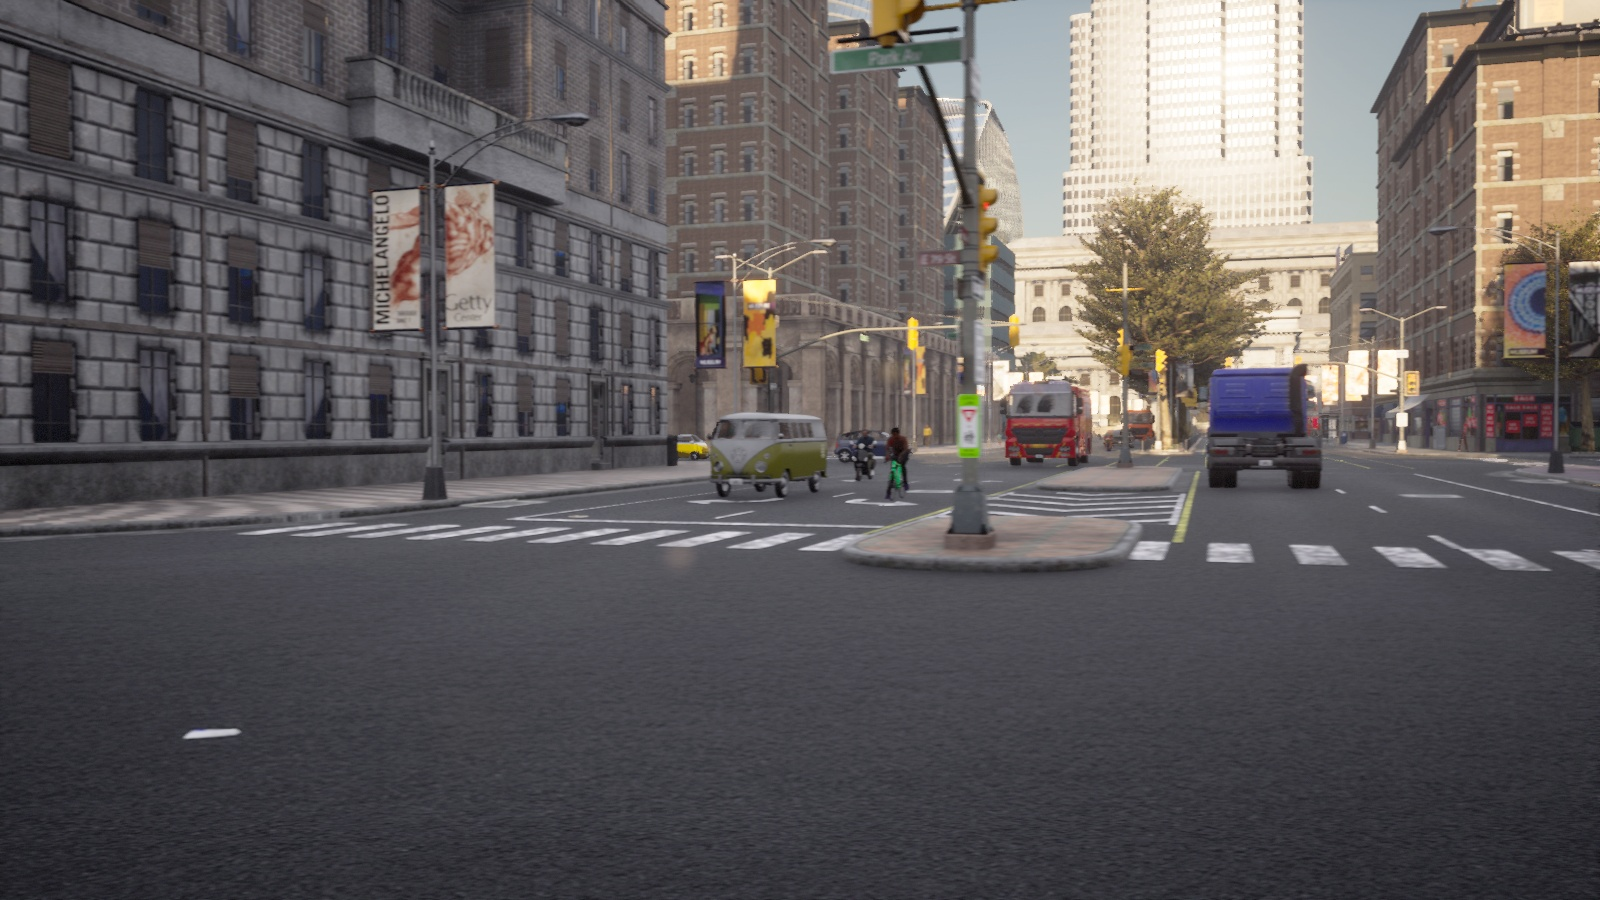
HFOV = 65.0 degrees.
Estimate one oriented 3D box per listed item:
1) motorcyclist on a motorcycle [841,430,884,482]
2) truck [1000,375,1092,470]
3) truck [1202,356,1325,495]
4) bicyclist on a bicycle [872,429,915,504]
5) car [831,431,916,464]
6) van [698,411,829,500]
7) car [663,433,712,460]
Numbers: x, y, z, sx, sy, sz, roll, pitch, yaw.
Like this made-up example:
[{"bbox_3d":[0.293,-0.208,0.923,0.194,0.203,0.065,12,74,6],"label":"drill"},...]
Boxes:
[{"bbox_3d":[1.943,0.165,38.942,0.866,1.590,1.817,1,1,18],"label":"motorcyclist on a motorcycle"},{"bbox_3d":[10.931,-1.179,55.126,2.891,3.827,8.468,1,1,18],"label":"truck"},{"bbox_3d":[12.935,-0.676,35.532,2.891,3.462,7.936,1,1,18],"label":"truck"},{"bbox_3d":[2.107,0.337,28.192,0.582,1.620,1.656,1,1,18],"label":"bicyclist on a bicycle"},{"bbox_3d":[3.480,-0.134,59.564,3.705,1.549,1.789,0,1,18],"label":"car"},{"bbox_3d":[-0.797,0.088,30.569,1.775,1.987,4.442,1,1,18],"label":"van"},{"bbox_3d":[-5.927,-0.199,66.261,2.207,1.376,1.481,0,1,18],"label":"car"}]
